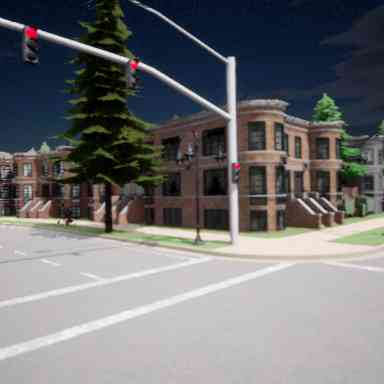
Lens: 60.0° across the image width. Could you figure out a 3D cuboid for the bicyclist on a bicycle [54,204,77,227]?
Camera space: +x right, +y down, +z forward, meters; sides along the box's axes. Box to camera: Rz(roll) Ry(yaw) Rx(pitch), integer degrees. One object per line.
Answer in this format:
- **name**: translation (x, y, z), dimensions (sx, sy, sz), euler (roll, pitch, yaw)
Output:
- **bicyclist on a bicycle**: translation (-8.929, 1.636, 23.470), dimensions (0.582, 1.620, 1.656), euler (-2, 0, 44)
